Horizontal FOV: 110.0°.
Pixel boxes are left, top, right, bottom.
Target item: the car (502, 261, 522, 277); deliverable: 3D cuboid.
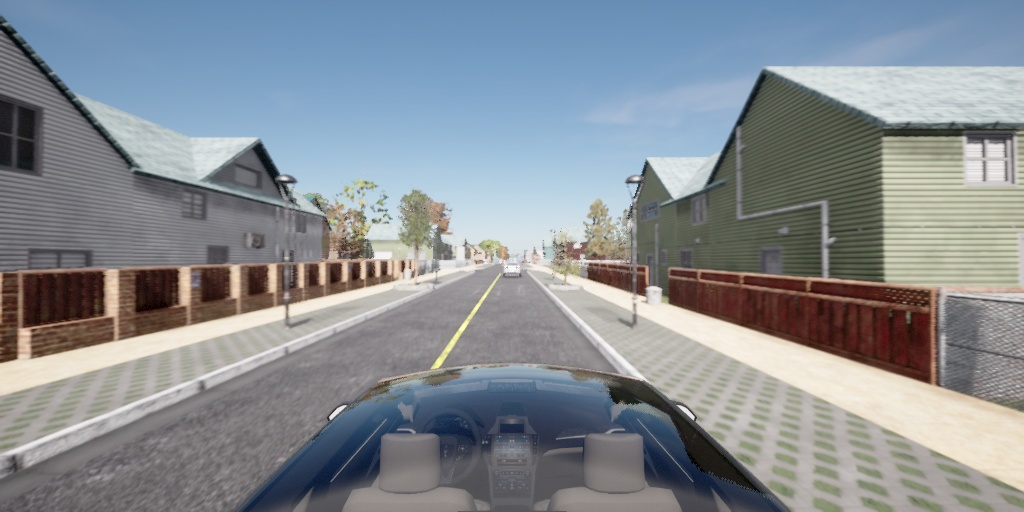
[{"bbox_3d":[0.017,1.247,35.845,1.812,1.442,4.674,0,0,0],"label":"car"}]
